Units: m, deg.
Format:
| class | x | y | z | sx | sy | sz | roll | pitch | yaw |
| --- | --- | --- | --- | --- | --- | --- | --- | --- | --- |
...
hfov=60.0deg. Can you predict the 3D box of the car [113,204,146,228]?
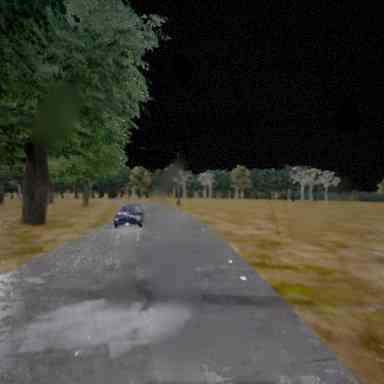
| class | x | y | z | sx | sy | sz | roll | pitch | yaw |
| --- | --- | --- | --- | --- | --- | --- | --- | --- | --- |
| car | -4.137 | 1.564 | 22.698 | 2.033 | 1.411 | 5.357 | 0 | 0 | -5 |
